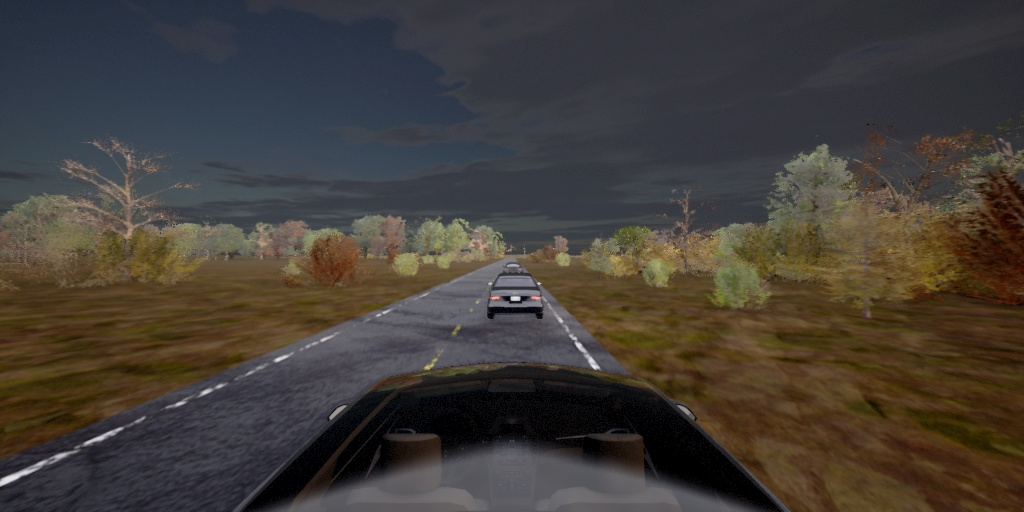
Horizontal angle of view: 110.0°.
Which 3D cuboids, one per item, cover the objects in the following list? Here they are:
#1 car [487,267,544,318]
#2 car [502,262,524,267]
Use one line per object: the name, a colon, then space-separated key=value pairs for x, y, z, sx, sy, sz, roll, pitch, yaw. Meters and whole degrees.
car: x=0.103 y=1.297 z=13.019 sx=2.033 sy=1.411 sz=5.357 roll=0 pitch=0 yaw=0
car: x=0.106 y=1.274 z=32.532 sx=1.812 sy=1.442 sz=4.674 roll=0 pitch=0 yaw=0
